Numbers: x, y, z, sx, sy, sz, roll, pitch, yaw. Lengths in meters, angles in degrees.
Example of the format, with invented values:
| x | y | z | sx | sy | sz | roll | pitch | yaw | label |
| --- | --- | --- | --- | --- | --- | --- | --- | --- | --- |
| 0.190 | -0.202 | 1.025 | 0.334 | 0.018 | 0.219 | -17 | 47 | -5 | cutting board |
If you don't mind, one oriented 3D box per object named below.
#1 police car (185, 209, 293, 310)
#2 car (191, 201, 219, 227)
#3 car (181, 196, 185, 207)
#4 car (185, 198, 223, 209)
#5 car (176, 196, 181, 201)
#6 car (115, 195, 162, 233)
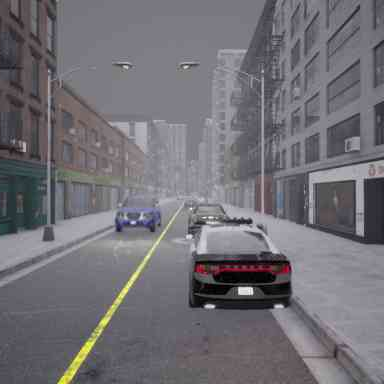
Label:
| x | y | z | sx | sy | sz | roll | pitch | yaw | label |
| --- | --- | --- | --- | --- | --- | --- | --- | --- | --- |
| 0.876 | 1.429 | 8.065 | 1.930 | 1.638 | 5.238 | 0 | 0 | 0 | police car |
| 0.824 | 1.476 | 24.146 | 1.801 | 1.575 | 5.366 | 0 | 0 | 0 | car |
| -0.113 | 1.557 | 46.858 | 2.128 | 1.511 | 4.902 | 0 | 0 | 0 | car |
| 0.843 | 1.363 | 17.926 | 2.097 | 1.767 | 4.553 | 0 | 0 | 0 | car |
| -3.296 | 1.726 | 91.938 | 1.812 | 1.442 | 4.674 | 0 | 0 | 0 | car |
| -3.064 | 1.235 | 20.047 | 2.150 | 2.045 | 5.566 | 0 | 0 | 0 | car |
